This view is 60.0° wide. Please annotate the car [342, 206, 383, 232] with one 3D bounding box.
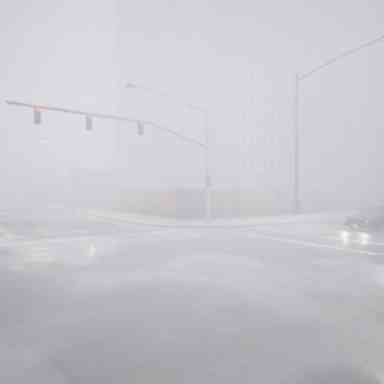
[{"bbox_3d":[11.749,1.586,20.722,5.357,1.411,2.033,0,0,-31],"label":"car"}]
